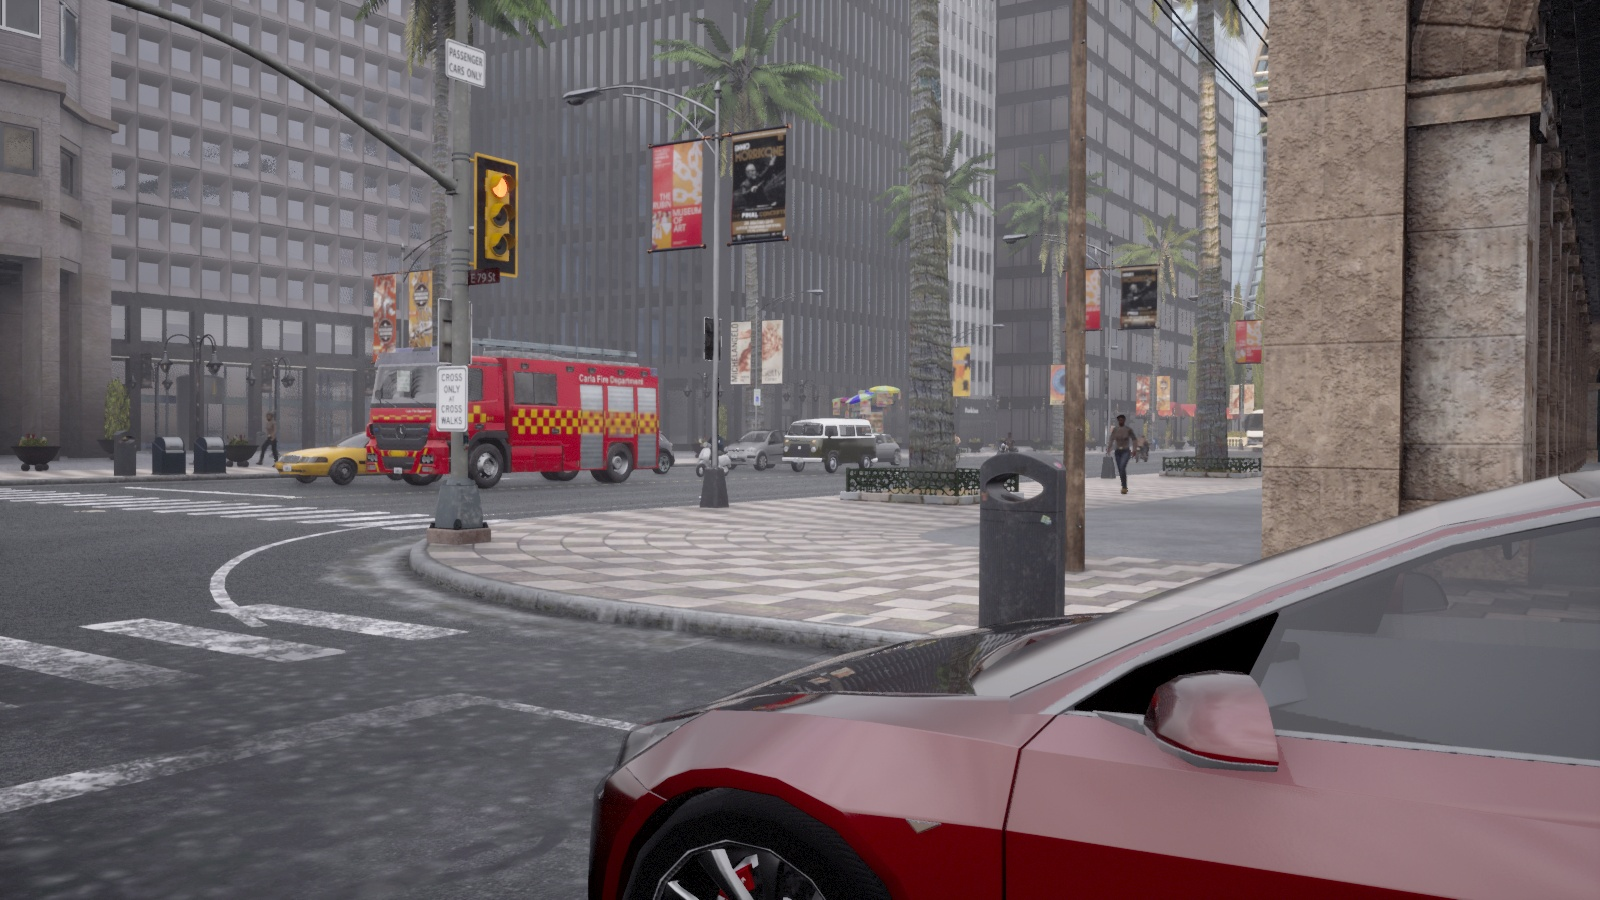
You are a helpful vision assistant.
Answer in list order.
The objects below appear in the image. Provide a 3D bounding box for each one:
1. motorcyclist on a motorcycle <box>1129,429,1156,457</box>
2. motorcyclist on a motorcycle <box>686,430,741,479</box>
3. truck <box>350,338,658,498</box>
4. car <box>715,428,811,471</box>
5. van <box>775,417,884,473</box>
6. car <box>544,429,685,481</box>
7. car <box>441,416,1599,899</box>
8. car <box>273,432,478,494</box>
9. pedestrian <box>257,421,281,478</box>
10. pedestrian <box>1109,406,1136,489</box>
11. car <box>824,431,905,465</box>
[{"bbox_3d":[18.545,-0.382,67.976,0.797,1.523,2.044,0,1,33],"label":"motorcyclist on a motorcycle"},{"bbox_3d":[-2.858,0.142,41.631,0.866,1.590,1.817,0,1,33],"label":"motorcyclist on a motorcycle"},{"bbox_3d":[-7.730,-0.831,34.274,2.891,3.827,8.468,0,1,33],"label":"truck"},{"bbox_3d":[-1.431,-0.042,50.141,1.851,1.617,3.988,0,1,33],"label":"car"},{"bbox_3d":[1.180,-0.208,47.746,2.069,2.038,4.480,0,1,33],"label":"van"},{"bbox_3d":[-6.252,0.133,42.845,2.033,1.649,4.856,0,1,34],"label":"car"},{"bbox_3d":[1.787,0.681,2.457,4.792,1.488,2.163,0,1,33],"label":"car"},{"bbox_3d":[-11.593,0.301,34.719,1.801,1.575,5.366,0,1,34],"label":"car"},{"bbox_3d":[-17.545,-0.020,41.525,0.331,1.846,0.634,0,1,30],"label":"pedestrian"},{"bbox_3d":[7.187,-0.059,27.972,0.328,1.805,0.869,0,1,33],"label":"pedestrian"},{"bbox_3d":[2.949,-0.105,56.751,1.970,1.475,3.806,0,1,33],"label":"car"}]
